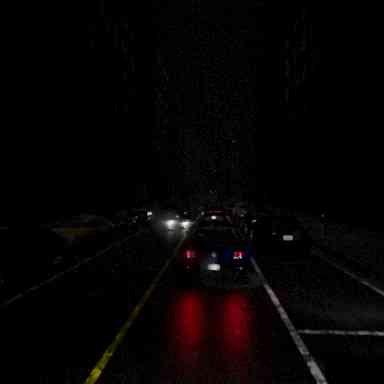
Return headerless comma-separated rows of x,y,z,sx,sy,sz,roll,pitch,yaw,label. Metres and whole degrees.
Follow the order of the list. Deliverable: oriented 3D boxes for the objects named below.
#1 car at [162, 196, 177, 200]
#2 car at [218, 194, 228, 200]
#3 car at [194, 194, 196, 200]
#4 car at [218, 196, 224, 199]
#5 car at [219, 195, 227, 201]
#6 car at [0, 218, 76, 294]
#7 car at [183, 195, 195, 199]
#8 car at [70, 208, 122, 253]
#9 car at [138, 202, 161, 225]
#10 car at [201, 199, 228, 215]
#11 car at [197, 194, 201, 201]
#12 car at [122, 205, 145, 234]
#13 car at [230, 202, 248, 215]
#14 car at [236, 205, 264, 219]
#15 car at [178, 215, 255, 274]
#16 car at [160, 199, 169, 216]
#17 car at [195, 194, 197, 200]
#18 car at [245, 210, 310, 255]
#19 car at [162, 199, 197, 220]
-2.796,1.423,41.019,2.192,1.841,5.009,0,0,4,car
8.016,1.668,83.219,1.967,1.590,4.097,0,0,4,car
-0.706,1.733,72.868,1.887,1.381,4.507,0,0,4,car
2.608,1.597,41.351,1.882,1.535,5.008,0,-1,3,car
8.731,1.691,94.105,1.967,1.590,4.097,0,0,4,car
-4.925,1.583,8.612,1.947,1.339,4.313,0,0,4,car
-1.063,1.726,67.425,2.008,1.369,4.403,0,0,4,car
-4.581,1.559,13.843,1.752,1.417,4.829,0,0,4,car
-3.861,1.617,24.815,2.008,1.369,4.403,0,0,4,car
1.746,1.587,26.447,1.837,1.490,4.892,0,0,4,car
0.723,1.802,94.636,1.947,1.339,4.313,0,0,4,car
-4.215,1.633,19.414,1.802,1.307,4.206,0,0,4,car
4.513,1.621,29.851,1.752,1.417,4.829,0,0,4,car
3.792,1.631,18.879,1.947,1.339,4.313,0,0,4,car
0.713,1.636,10.701,1.895,1.301,4.718,0,0,4,car
-3.506,1.631,30.217,2.008,1.369,4.403,0,0,4,car
-0.360,1.726,78.140,1.752,1.417,4.829,0,0,4,car
3.437,1.615,13.478,1.947,1.339,4.313,0,0,4,car
-0.994,1.631,29.528,2.033,1.411,5.357,0,0,4,car
